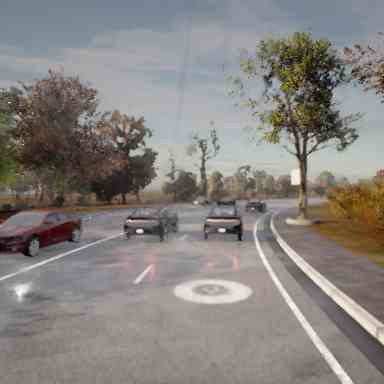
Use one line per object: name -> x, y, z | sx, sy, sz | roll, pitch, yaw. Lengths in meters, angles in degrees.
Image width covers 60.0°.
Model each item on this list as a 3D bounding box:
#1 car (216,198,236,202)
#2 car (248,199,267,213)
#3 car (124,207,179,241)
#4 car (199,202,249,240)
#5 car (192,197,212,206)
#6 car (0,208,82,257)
car -> 5.341, 1.615, 51.977 | 1.895, 1.301, 4.718 | 0, 0, 25
car -> 7.490, 1.542, 38.541 | 1.837, 1.490, 4.892 | 0, 0, 20
car -> -1.888, 1.484, 16.778 | 2.128, 1.511, 4.902 | 0, 0, 9
car -> 1.729, 1.500, 17.246 | 2.128, 1.511, 4.902 | 0, 0, 9
car -> 1.665, 1.483, 52.273 | 2.128, 1.511, 4.902 | 0, 0, 25
car -> -6.130, 1.452, 13.115 | 1.882, 1.535, 5.008 | 0, 0, 7
